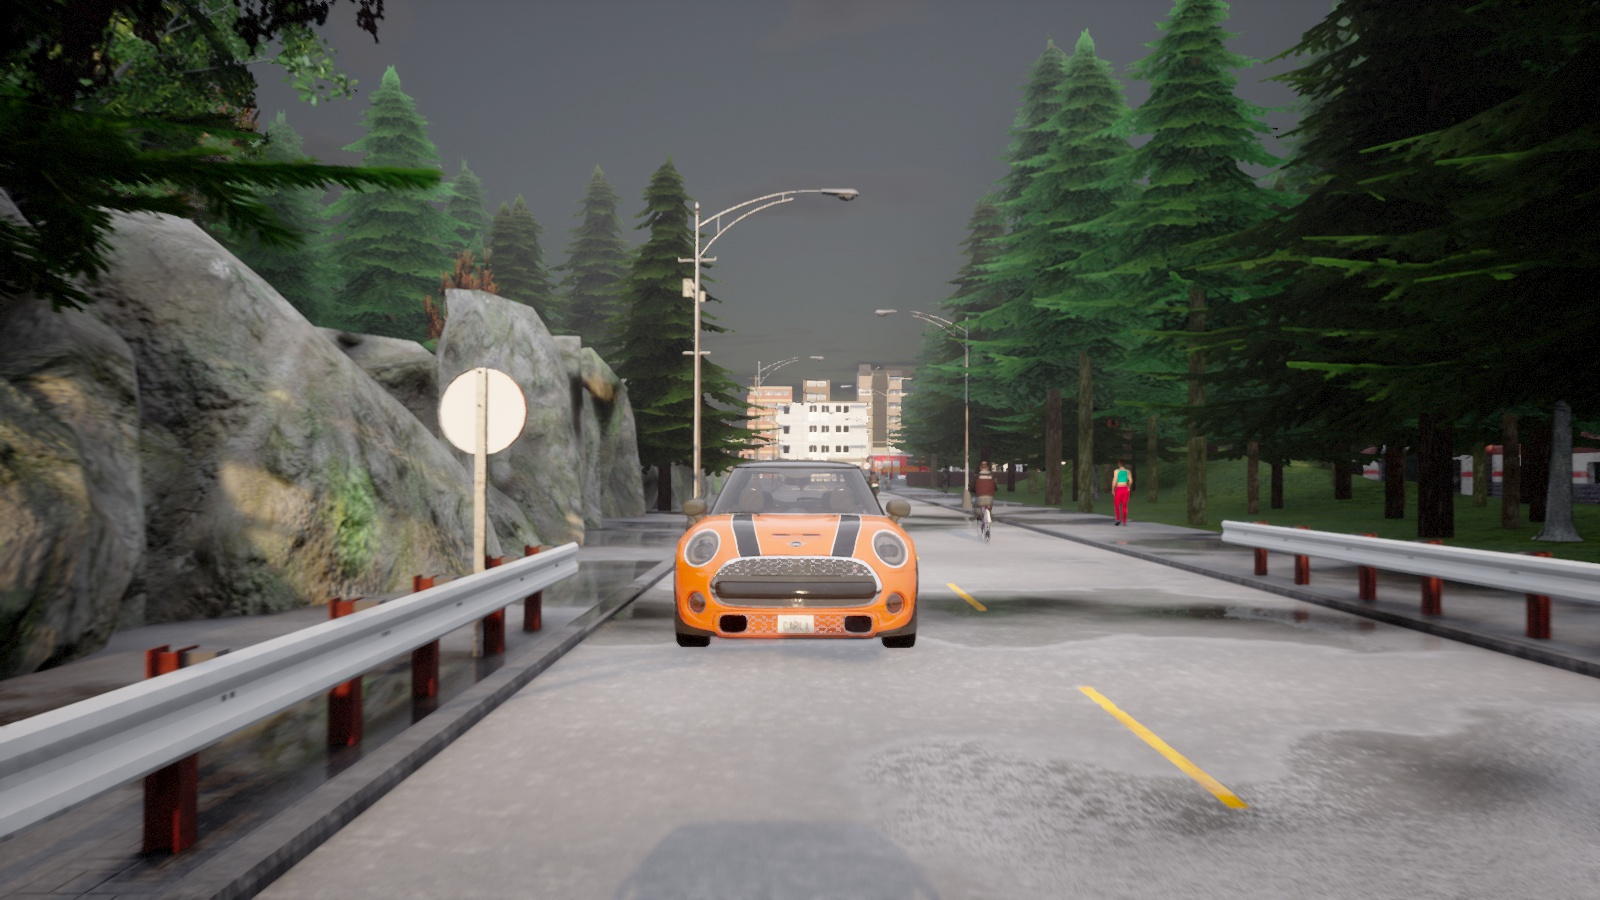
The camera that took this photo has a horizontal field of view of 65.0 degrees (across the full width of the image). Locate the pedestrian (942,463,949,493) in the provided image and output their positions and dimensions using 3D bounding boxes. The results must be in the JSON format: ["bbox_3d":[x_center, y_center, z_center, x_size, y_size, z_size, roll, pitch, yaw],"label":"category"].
[{"bbox_3d":[9.285,1.771,80.112,0.396,1.930,0.692,0,-1,0],"label":"pedestrian"}]

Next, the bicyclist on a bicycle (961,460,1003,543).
[{"bbox_3d":[3.996,1.111,27.653,0.659,1.776,1.843,0,-1,0],"label":"bicyclist on a bicycle"}]

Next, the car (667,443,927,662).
[{"bbox_3d":[-0.026,0.873,12.448,2.097,1.767,4.553,0,-1,0],"label":"car"}]

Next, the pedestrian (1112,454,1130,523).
[{"bbox_3d":[8.638,1.031,33.799,0.345,1.836,0.594,0,-1,5],"label":"pedestrian"}]
